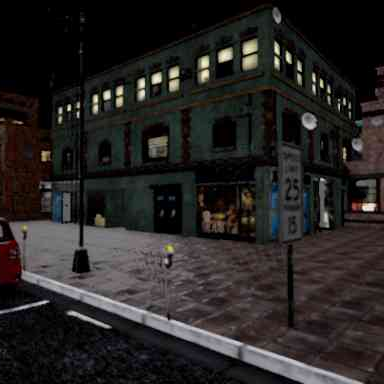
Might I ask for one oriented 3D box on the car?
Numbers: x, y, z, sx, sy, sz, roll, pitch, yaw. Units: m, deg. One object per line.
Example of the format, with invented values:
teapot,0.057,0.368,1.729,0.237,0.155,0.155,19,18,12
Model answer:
car,-5.864,1.407,7.821,5.009,1.841,2.192,0,-2,40
